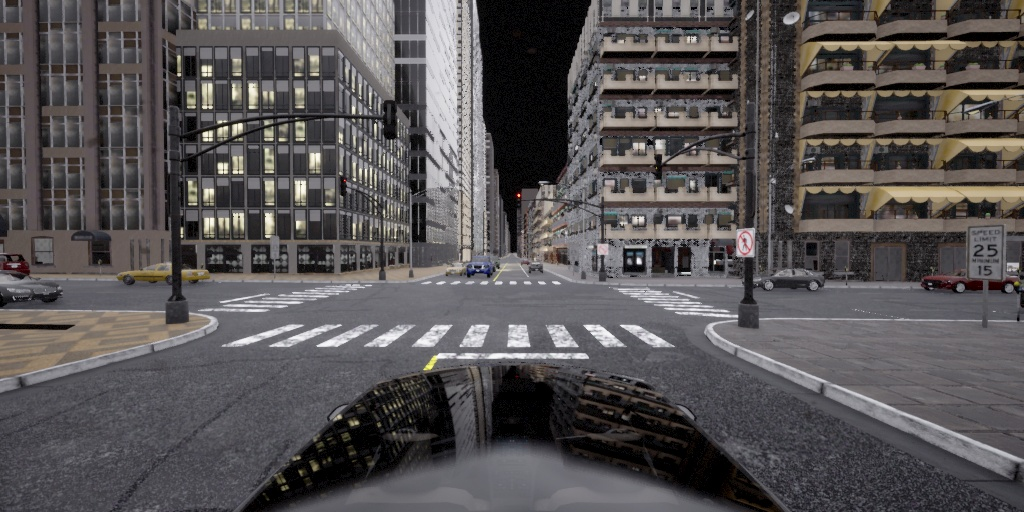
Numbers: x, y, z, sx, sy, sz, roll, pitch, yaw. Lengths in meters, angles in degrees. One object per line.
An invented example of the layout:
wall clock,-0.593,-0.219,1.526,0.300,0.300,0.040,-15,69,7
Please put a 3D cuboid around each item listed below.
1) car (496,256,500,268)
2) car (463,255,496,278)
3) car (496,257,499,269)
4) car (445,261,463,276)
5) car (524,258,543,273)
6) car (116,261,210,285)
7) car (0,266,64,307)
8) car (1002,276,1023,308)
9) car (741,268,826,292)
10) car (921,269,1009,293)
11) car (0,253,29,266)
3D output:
car,-2.994,0.958,55.397,2.150,2.045,5.566,0,0,0
car,-3.042,0.963,34.710,2.150,2.045,5.566,0,0,0
car,-3.016,1.217,45.022,1.882,1.535,5.008,0,0,0
car,-5.629,1.266,36.409,1.751,1.417,4.829,0,0,0
car,2.762,1.290,42.219,2.007,1.370,4.403,0,0,0
car,-21.631,1.030,22.290,4.829,1.417,1.751,0,0,1
car,-20.265,1.204,13.954,4.403,1.370,2.007,0,0,1
car,21.736,1.576,13.257,4.313,1.339,1.948,0,0,1
car,16.344,1.376,21.723,4.403,1.370,2.007,0,0,1
car,27.409,1.462,21.548,4.507,1.381,1.888,0,0,1
car,-33.577,0.713,22.516,5.009,1.841,2.192,0,0,1
